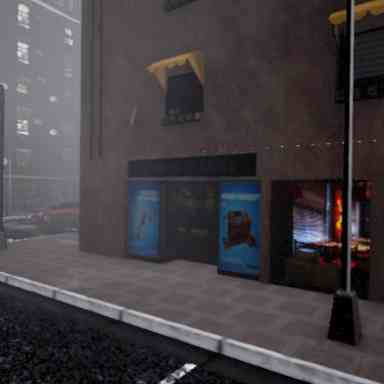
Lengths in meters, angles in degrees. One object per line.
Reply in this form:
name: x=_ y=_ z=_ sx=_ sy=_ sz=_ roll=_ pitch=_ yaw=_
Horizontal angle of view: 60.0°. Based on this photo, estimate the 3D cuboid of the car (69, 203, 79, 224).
car: x=-5.260 y=1.553 z=21.415 sx=1.947 sy=1.339 sz=4.313 roll=1 pitch=1 yaw=35

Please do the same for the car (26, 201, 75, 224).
car: x=-9.712 y=1.426 z=24.497 sx=1.812 sy=1.442 sz=4.674 roll=1 pitch=1 yaw=35
